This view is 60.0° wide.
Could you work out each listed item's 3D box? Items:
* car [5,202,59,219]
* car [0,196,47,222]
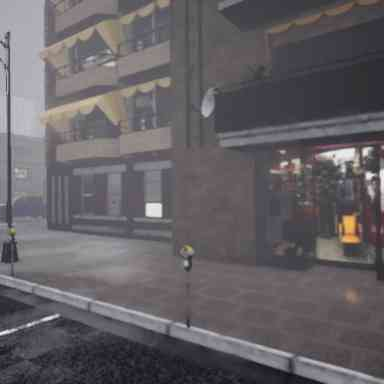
[{"bbox_3d":[-15.271,1.729,31.939,1.947,1.339,4.313,0,1,35],"label":"car"},{"bbox_3d":[-14.517,1.373,28.554,2.150,2.045,5.566,-1,0,36],"label":"car"}]
